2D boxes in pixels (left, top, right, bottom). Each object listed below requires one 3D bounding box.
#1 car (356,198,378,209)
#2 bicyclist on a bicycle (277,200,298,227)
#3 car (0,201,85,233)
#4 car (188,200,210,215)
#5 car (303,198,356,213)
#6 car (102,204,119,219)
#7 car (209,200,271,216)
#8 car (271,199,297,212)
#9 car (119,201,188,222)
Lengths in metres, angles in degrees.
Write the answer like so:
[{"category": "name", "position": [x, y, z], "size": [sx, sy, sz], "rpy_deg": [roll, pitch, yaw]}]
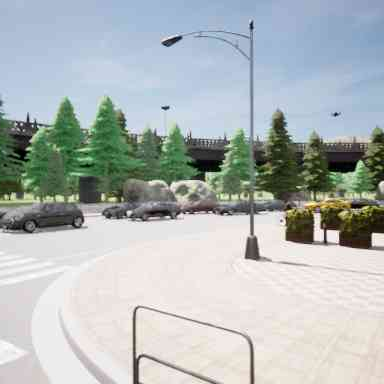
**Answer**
[{"category": "car", "position": [19.772, 1.464, 40.126], "size": [4.902, 1.511, 2.128], "rpy_deg": [0, 0, 0]}, {"category": "bicyclist on a bicycle", "position": [5.678, 1.270, 19.505], "size": [0.582, 1.620, 1.656], "rpy_deg": [0, 0, -44]}, {"category": "car", "position": [-8.842, 1.366, 19.983], "size": [2.097, 1.767, 4.553], "rpy_deg": [0, 0, 37]}, {"category": "car", "position": [0.909, 1.542, 34.630], "size": [4.674, 1.442, 1.812], "rpy_deg": [0, 0, -30]}, {"category": "car", "position": [14.655, 1.457, 36.204], "size": [5.008, 1.535, 1.882], "rpy_deg": [0, 0, -7]}, {"category": "car", "position": [-5.744, 1.588, 29.147], "size": [1.994, 1.385, 4.181], "rpy_deg": [0, 0, 45]}, {"category": "car", "position": [4.783, 1.549, 32.975], "size": [5.357, 1.411, 2.033], "rpy_deg": [0, 0, -26]}, {"category": "car", "position": [9.978, 1.562, 38.622], "size": [4.181, 1.385, 1.994], "rpy_deg": [0, 0, -13]}, {"category": "car", "position": [-3.045, 1.503, 27.053], "size": [4.902, 1.511, 2.128], "rpy_deg": [0, 0, -44]}]
